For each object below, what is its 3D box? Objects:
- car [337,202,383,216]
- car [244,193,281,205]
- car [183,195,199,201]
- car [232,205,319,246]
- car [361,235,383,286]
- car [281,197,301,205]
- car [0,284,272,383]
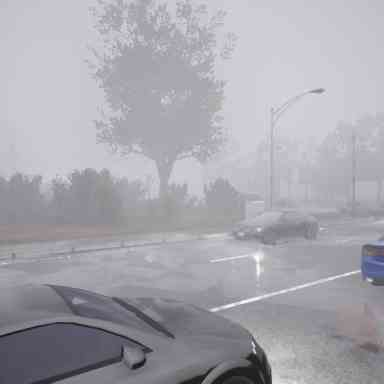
[{"bbox_3d":[16.629,1.601,32.302,1.895,1.301,4.718,0,0,-25],"label":"car"},{"bbox_3d":[8.936,1.215,45.241,2.150,2.045,5.566,0,0,-33],"label":"car"},{"bbox_3d":[-0.239,1.412,65.425,1.837,1.490,4.892,0,0,-35],"label":"car"},{"bbox_3d":[3.987,1.526,15.447,4.674,1.442,1.812,0,0,-35],"label":"car"},{"bbox_3d":[6.126,1.478,8.155,5.008,1.535,1.882,0,0,-36],"label":"car"},{"bbox_3d":[12.726,1.487,45.805,2.128,1.511,4.902,0,0,-33],"label":"car"},{"bbox_3d":[-1.251,1.564,2.856,4.181,1.385,1.994,0,0,-36],"label":"car"}]
